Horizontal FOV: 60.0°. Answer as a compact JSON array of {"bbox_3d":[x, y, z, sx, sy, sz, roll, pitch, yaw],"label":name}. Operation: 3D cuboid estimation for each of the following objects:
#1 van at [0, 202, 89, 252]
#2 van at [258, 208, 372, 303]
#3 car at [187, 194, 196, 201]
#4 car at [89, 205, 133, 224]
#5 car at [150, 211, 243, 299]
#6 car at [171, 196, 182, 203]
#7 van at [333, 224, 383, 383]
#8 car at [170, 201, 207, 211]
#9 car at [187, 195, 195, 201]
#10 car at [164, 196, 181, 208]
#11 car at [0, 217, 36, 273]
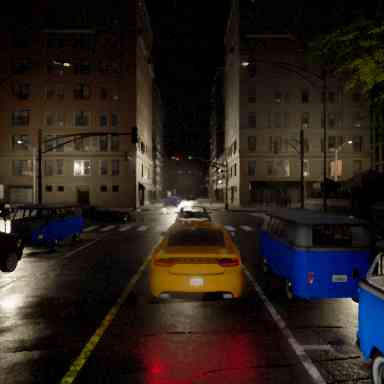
[{"bbox_3d":[-5.796,1.338,13.600,1.690,1.788,3.998,0,0,0],"label":"van"},{"bbox_3d":[2.704,1.340,7.912,1.690,1.788,3.998,0,0,0],"label":"van"},{"bbox_3d":[-0.227,1.339,79.387,2.097,1.767,4.553,0,0,-1],"label":"car"},{"bbox_3d":[-6.707,1.576,24.083,4.718,1.301,1.895,0,0,21],"label":"car"},{"bbox_3d":[0.114,1.477,8.500,1.882,1.535,5.008,0,0,1],"label":"car"},{"bbox_3d":[-3.141,1.522,69.651,2.033,1.411,5.357,0,0,-1],"label":"car"},{"bbox_3d":[2.679,1.341,2.255,1.690,1.788,3.998,0,0,0],"label":"van"},{"bbox_3d":[0.075,1.486,17.919,2.128,1.511,4.902,0,0,0],"label":"car"},{"bbox_3d":[-0.313,1.583,89.168,1.895,1.301,4.718,0,0,-1],"label":"car"},{"bbox_3d":[-3.050,1.463,48.878,1.882,1.535,5.008,0,0,0],"label":"car"},{"bbox_3d":[-5.822,1.544,7.940,1.887,1.381,4.507,0,0,0],"label":"car"}]
